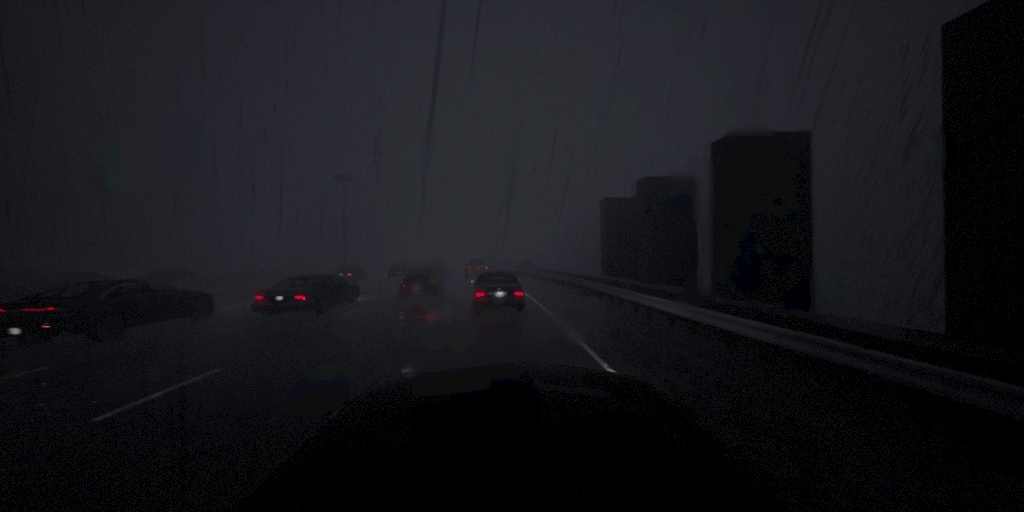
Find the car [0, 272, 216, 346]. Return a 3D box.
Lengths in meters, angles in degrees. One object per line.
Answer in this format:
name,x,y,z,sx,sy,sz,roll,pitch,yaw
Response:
car,-10.863,1.403,10.148,2.128,1.511,4.902,-1,0,-4

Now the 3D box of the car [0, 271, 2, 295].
car,-33.211,1.739,20.332,1.882,1.535,5.008,-1,0,-9

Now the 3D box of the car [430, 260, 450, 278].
car,-6.980,1.135,33.956,2.097,1.767,4.553,-1,0,-11

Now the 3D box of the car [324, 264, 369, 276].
car,-13.165,1.447,29.243,2.033,1.411,5.357,-1,0,-10

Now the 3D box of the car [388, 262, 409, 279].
car,-10.576,1.321,34.196,1.882,1.535,5.008,-1,0,-11

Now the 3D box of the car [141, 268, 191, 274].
car,-23.122,1.574,23.717,2.128,1.511,4.902,-1,0,-9

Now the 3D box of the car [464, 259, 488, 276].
car,-3.416,1.075,33.970,2.097,1.767,4.553,-1,0,-11

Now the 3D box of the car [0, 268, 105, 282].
car,-26.239,1.619,20.970,1.882,1.535,5.008,-1,0,-8

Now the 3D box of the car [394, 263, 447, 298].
car,-4.640,1.309,18.837,1.812,1.442,4.674,-1,0,-6

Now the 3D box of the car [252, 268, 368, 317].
car,-7.608,1.394,13.914,2.033,1.411,5.357,-1,0,-5

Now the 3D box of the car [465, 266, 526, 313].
car,-0.591,1.275,13.974,2.033,1.411,5.357,-1,0,-5

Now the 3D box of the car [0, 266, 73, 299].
car,-29.847,1.553,21.408,2.097,1.767,4.553,-1,0,-9
